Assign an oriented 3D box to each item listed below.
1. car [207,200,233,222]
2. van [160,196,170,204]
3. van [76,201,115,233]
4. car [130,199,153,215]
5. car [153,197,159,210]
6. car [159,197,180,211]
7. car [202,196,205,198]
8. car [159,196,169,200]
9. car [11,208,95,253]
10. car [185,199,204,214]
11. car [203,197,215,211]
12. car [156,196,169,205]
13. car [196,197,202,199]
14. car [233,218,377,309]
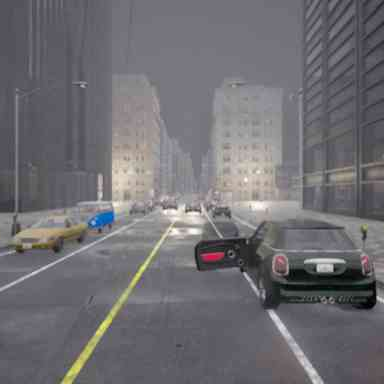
[{"bbox_3d":[2.718,1.723,31.246,2.008,1.369,4.403,0,0,0],"label":"car"},{"bbox_3d":[-5.743,1.669,70.764,1.690,1.788,3.998,0,0,0],"label":"van"},{"bbox_3d":[-5.827,1.458,20.004,1.690,1.788,3.998,0,0,0],"label":"van"},{"bbox_3d":[-5.798,1.778,36.922,1.802,1.307,4.206,0,0,0],"label":"car"},{"bbox_3d":[-5.789,1.659,42.563,1.967,1.590,4.097,0,0,0],"label":"car"},{"bbox_3d":[-2.938,1.795,45.470,1.994,1.385,4.181,0,0,1],"label":"car"},{"bbox_3d":[2.755,1.808,53.803,1.887,1.381,4.507,0,0,0],"label":"car"},{"bbox_3d":[-5.761,1.851,59.482,1.947,1.339,4.313,0,0,0],"label":"car"},{"bbox_3d":[-5.837,1.610,14.191,1.752,1.417,4.829,0,0,0],"label":"car"},{"bbox_3d":[0.143,1.803,38.368,1.895,1.301,4.718,0,0,0],"label":"car"},{"bbox_3d":[2.737,1.659,42.524,1.967,1.590,4.097,0,0,0],"label":"car"},{"bbox_3d":[-5.752,1.623,65.123,2.192,1.841,5.009,0,0,0],"label":"car"},{"bbox_3d":[0.079,1.790,48.565,2.033,1.411,5.357,0,0,0],"label":"car"},{"bbox_3d":[2.402,1.403,8.124,2.097,1.767,4.553,0,0,0],"label":"car"}]
